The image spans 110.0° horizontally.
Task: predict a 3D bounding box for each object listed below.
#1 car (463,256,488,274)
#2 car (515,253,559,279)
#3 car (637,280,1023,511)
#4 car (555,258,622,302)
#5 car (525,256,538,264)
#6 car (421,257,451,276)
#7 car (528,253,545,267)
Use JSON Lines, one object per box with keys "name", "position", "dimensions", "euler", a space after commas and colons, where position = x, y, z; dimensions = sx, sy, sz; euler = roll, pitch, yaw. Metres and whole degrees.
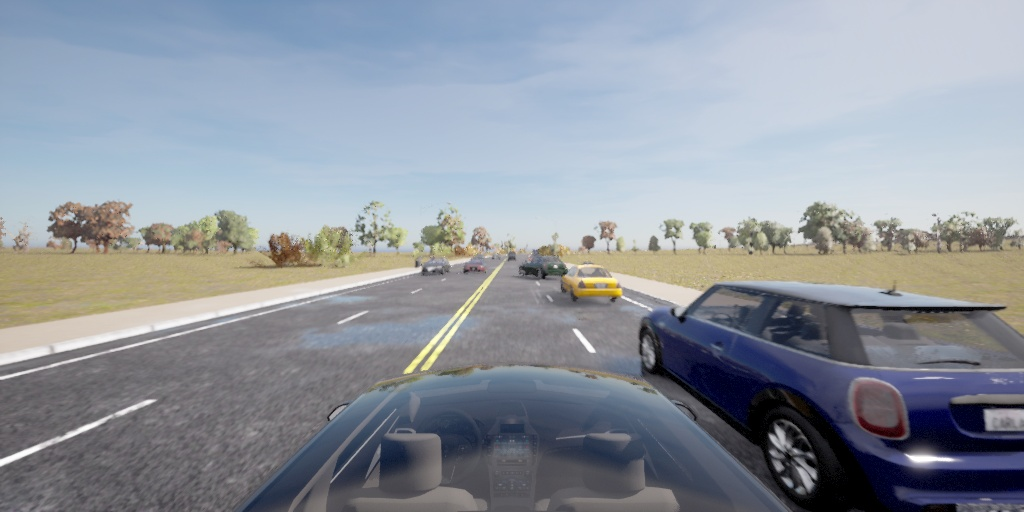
{"name": "car", "position": [-3.330, 0.916, 33.062], "dimensions": [1.994, 1.385, 4.181], "euler": [0, 1, 0]}
{"name": "car", "position": [2.320, 0.770, 27.818], "dimensions": [2.097, 1.767, 4.553], "euler": [0, 1, -23]}
{"name": "car", "position": [3.251, 1.067, 4.479], "dimensions": [2.097, 1.767, 4.553], "euler": [0, 1, 0]}
{"name": "car", "position": [3.252, 1.029, 15.699], "dimensions": [1.801, 1.575, 5.366], "euler": [0, 1, 0]}
{"name": "car", "position": [3.256, 0.609, 59.537], "dimensions": [1.895, 1.301, 4.718], "euler": [0, 1, 0]}
{"name": "car", "position": [-6.583, 0.864, 31.408], "dimensions": [2.128, 1.511, 4.902], "euler": [0, 1, 0]}
{"name": "car", "position": [3.256, 0.504, 48.475], "dimensions": [2.097, 1.767, 4.553], "euler": [0, 1, 0]}
